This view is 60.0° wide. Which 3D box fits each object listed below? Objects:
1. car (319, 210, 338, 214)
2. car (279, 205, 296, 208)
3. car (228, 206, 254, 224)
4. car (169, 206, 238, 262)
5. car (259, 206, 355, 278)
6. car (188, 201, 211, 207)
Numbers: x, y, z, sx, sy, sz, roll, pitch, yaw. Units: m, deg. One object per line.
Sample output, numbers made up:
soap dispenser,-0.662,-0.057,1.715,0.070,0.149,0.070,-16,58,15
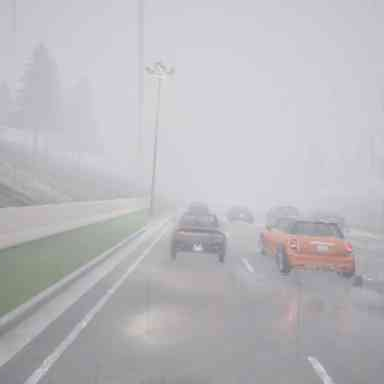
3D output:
car,11.025,2.268,27.723,2.128,1.511,4.902,4,0,1
car,7.535,1.898,27.531,2.097,1.767,4.553,4,0,1
car,4.054,1.883,28.522,1.994,1.385,4.181,4,0,2
car,0.248,1.529,12.555,2.128,1.511,4.902,4,0,1
car,3.728,1.617,11.529,2.097,1.767,4.553,4,0,1
car,0.593,1.570,29.481,1.882,1.535,5.008,4,0,2
